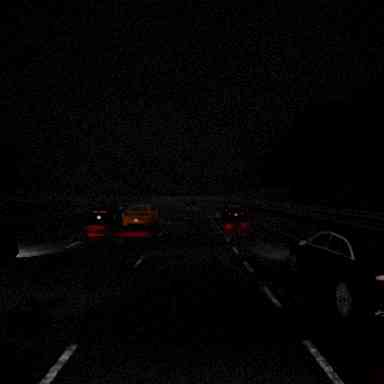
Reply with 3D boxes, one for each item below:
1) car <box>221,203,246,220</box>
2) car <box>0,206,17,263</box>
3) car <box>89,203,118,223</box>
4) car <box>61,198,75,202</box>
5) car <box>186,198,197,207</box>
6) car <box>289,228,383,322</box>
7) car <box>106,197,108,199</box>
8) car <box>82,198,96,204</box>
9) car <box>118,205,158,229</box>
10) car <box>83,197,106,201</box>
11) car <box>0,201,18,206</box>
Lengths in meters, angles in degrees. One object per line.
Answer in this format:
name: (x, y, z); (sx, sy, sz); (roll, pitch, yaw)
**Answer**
car: (3.580, 1.663, 29.313); (1.812, 1.442, 4.674); (0, 0, 0)
car: (-3.400, 1.236, 1.560); (2.150, 2.045, 5.566); (0, 0, 0)
car: (-6.918, 1.637, 27.134); (1.837, 1.490, 4.892); (0, 0, 0)
car: (-28.052, 2.036, 75.141); (1.994, 1.385, 4.181); (0, -1, 0)
car: (-0.040, 1.871, 57.980); (1.895, 1.301, 4.718); (0, -1, 0)
car: (3.596, 1.540, 7.306); (2.128, 1.511, 4.902); (0, 0, 0)
car: (-21.055, 2.038, 79.333); (1.837, 1.490, 4.892); (0, -1, 0)
car: (-24.555, 2.090, 79.329); (1.994, 1.385, 4.181); (0, -1, 0)
car: (-3.415, 1.597, 22.813); (1.882, 1.535, 5.008); (0, 0, 0)
car: (-17.586, 1.820, 60.212); (1.812, 1.442, 4.674); (0, -1, 1)
car: (-21.121, 1.717, 37.025); (1.994, 1.385, 4.181); (0, 0, 0)
